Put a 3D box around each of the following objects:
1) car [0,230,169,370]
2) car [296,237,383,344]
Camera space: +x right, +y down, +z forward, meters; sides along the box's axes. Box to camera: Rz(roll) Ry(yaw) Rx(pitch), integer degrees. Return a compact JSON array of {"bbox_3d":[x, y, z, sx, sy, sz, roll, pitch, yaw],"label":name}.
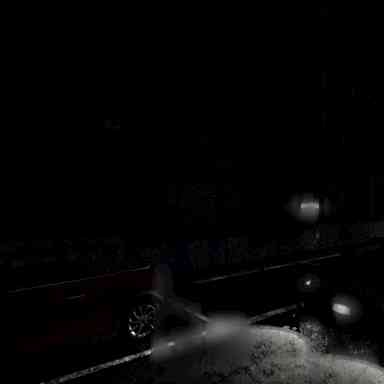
[{"bbox_3d":[-2.455,1.440,4.784,4.097,1.590,1.967,0,0,-35],"label":"car"},{"bbox_3d":[3.851,1.564,6.117,4.181,1.385,1.994,0,0,-35],"label":"car"}]
